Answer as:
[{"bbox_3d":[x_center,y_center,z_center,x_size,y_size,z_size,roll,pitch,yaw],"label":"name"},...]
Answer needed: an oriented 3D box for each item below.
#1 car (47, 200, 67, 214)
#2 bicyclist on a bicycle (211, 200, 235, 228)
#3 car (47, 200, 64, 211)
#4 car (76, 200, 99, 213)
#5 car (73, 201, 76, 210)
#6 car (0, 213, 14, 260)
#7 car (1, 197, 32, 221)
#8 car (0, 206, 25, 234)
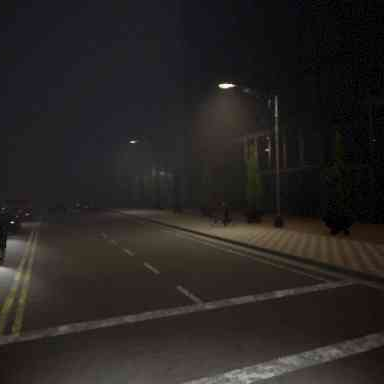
[{"bbox_3d":[-15.754,1.753,38.956,2.128,1.511,4.902,-1,0,-23],"label":"car"},{"bbox_3d":[1.812,1.273,19.610,1.656,1.620,0.582,-1,0,-24],"label":"bicyclist on a bicycle"},{"bbox_3d":[-19.606,1.863,47.625,2.033,1.411,5.357,-1,0,-24],"label":"car"},{"bbox_3d":[-12.412,1.744,40.044,2.033,1.411,5.357,-1,0,-23],"label":"car"},{"bbox_3d":[-16.326,1.853,48.860,1.895,1.301,4.718,-1,0,-24],"label":"car"},{"bbox_3d":[-8.145,1.738,12.490,1.994,1.385,4.181,-1,0,-24],"label":"car"},{"bbox_3d":[-15.940,1.504,30.312,2.150,2.045,5.566,-1,0,-24],"label":"car"},{"bbox_3d":[-11.657,1.824,20.515,1.895,1.301,4.718,-1,0,-24],"label":"car"}]
